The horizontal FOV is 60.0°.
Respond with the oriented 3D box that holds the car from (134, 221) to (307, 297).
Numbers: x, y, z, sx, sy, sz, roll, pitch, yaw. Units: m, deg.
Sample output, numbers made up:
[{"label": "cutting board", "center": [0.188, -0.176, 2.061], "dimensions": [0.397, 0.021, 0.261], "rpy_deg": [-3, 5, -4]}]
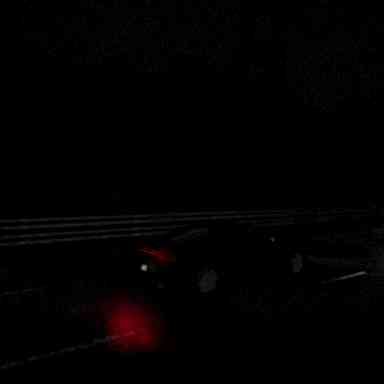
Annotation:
[{"label": "car", "center": [0.957, 1.517, 8.751], "dimensions": [5.008, 1.535, 1.882], "rpy_deg": [0, 0, -35]}]
